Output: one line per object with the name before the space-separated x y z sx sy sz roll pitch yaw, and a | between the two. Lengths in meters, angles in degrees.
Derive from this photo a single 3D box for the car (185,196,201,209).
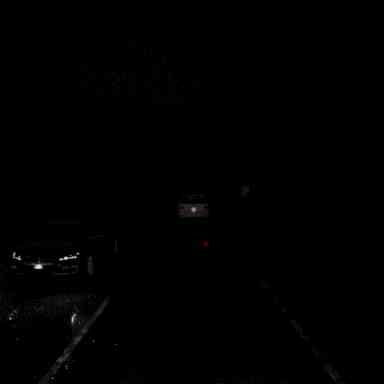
car | 0.109 1.344 42.938 1.882 1.535 5.008 0 0 0

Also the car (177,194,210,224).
car | 0.100 1.181 24.332 2.150 2.045 5.566 0 0 0

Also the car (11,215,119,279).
car | -3.532 1.504 10.133 1.837 1.490 4.892 0 -1 1
